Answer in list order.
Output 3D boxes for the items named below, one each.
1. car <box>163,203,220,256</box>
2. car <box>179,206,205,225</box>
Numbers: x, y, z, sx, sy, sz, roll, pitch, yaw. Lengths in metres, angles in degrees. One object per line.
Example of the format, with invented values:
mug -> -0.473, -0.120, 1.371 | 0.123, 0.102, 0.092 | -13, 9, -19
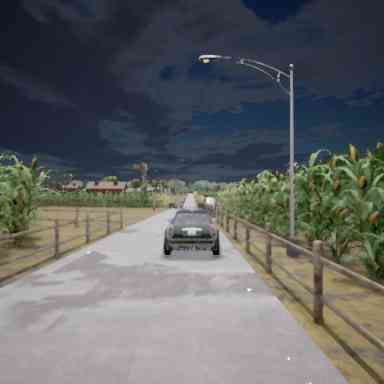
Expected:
car -> -0.005, 1.521, 14.072 | 2.097, 1.767, 4.553 | 0, -1, 0
car -> -0.013, 1.976, 28.988 | 2.033, 1.411, 5.357 | 0, -1, 0
